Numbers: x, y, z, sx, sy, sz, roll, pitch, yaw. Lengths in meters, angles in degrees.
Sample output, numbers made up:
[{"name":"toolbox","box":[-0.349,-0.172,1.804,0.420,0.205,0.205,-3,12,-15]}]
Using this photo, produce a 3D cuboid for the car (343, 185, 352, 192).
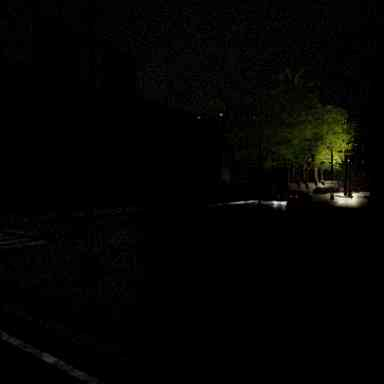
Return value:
[{"name":"car","box":[39.272,-0.699,86.153,1.802,1.307,4.206,3,3,36]}]

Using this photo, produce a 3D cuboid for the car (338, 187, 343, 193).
[{"name":"car","box":[32.937,-0.489,77.285,1.947,1.339,4.313,3,3,36]}]

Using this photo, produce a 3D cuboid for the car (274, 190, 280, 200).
[{"name":"car","box":[12.463,0.332,44.285,2.128,1.511,4.902,1,2,36]}]

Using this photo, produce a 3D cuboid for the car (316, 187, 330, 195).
[{"name":"car","box":[25.600,-0.231,67.063,2.008,1.369,4.403,3,3,36]}]

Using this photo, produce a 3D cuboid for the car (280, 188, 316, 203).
[{"name":"car","box":[12.865,0.499,40.135,2.033,1.411,5.357,1,2,36]}]

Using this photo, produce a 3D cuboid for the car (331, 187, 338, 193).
[{"name":"car","box":[29.770,-0.387,72.851,2.008,1.369,4.403,3,3,36]}]
